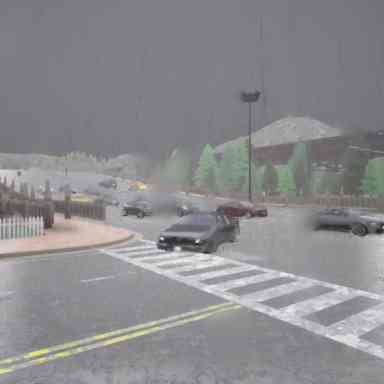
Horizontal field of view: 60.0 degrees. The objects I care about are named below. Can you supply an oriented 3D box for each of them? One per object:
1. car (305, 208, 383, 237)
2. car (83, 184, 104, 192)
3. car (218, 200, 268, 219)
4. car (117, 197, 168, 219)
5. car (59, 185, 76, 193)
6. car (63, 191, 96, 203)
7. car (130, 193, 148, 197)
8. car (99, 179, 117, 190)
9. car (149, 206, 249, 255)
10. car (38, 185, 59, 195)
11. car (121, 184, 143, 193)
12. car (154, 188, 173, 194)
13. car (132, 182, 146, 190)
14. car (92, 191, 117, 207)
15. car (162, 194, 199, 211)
[{"bbox_3d":[8.283,1.564,18.044,1.994,1.385,4.181,0,0,-37],"label":"car"},{"bbox_3d":[-17.588,-0.228,58.168,1.837,1.490,4.892,0,6,-36],"label":"car"},{"bbox_3d":[4.341,1.475,29.019,1.882,1.535,5.008,0,0,-37],"label":"car"},{"bbox_3d":[-4.446,1.500,29.014,1.837,1.490,4.892,0,0,-37],"label":"car"},{"bbox_3d":[-21.839,-0.439,58.042,2.033,1.411,5.357,0,7,-37],"label":"car"},{"bbox_3d":[-14.370,1.066,42.120,1.882,1.535,5.008,0,3,-37],"label":"car"},{"bbox_3d":[-6.118,1.312,42.812,1.837,1.490,4.892,0,2,-37],"label":"car"},{"bbox_3d":[-17.648,-1.706,69.989,2.150,2.045,5.566,0,7,-37],"label":"car"},{"bbox_3d":[0.590,1.547,13.773,2.033,1.411,5.357,0,0,24],"label":"car"},{"bbox_3d":[-24.239,-0.427,55.400,1.812,1.442,4.674,0,7,-37],"label":"car"},{"bbox_3d":[-11.528,-0.064,61.964,1.895,1.301,4.718,0,7,-37],"label":"car"},{"bbox_3d":[-5.687,-0.126,65.844,2.128,1.511,4.902,0,7,-37],"label":"car"},{"bbox_3d":[-11.950,-1.425,74.018,1.882,1.535,5.008,0,7,-37],"label":"car"},{"bbox_3d":[-11.175,1.121,43.696,2.128,1.511,4.902,0,3,-37],"label":"car"},{"bbox_3d":[-1.128,1.345,30.433,2.097,1.767,4.553,0,0,-37],"label":"car"}]
